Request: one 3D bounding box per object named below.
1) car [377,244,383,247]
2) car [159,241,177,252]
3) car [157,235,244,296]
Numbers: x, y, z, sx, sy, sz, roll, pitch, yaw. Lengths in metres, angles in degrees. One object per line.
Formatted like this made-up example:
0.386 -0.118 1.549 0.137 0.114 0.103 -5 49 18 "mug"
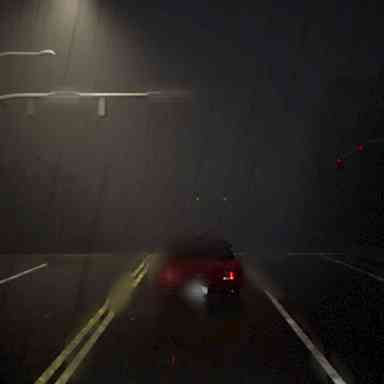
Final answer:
17.282 4.545 26.408 4.902 1.511 2.128 4 -10 1 "car"
-2.965 7.057 42.532 1.895 1.301 4.718 0 -10 1 "car"
0.200 1.855 9.261 1.895 1.301 4.718 0 -2 1 "car"
